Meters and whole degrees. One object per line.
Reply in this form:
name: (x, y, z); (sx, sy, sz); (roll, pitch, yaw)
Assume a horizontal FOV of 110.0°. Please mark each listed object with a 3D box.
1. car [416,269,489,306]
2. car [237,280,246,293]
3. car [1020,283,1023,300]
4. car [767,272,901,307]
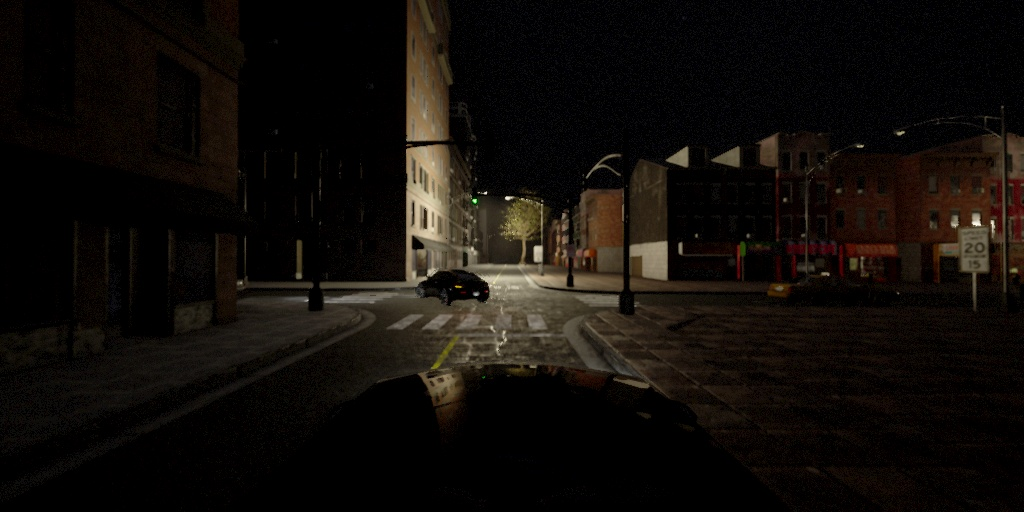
car: (-2.719, 1.325, 16.184); (1.812, 1.442, 4.674); (1, 0, -34)
car: (-14.994, 1.330, 16.295); (4.718, 1.301, 1.895); (0, -1, 0)
car: (24.940, 1.520, 15.550); (4.313, 1.339, 1.948); (0, 0, 0)
car: (13.859, 1.403, 15.516); (4.829, 1.417, 1.751); (0, 0, 0)
